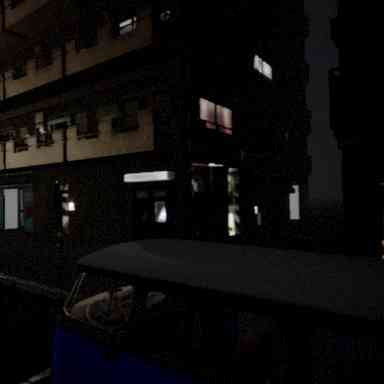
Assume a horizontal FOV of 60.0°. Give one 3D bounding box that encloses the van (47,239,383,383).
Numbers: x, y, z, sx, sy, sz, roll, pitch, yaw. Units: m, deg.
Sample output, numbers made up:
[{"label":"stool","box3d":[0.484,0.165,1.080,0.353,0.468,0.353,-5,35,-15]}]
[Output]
[{"label":"van","box3d":[0.592,1.349,2.469,3.998,1.788,1.690,-1,-1,36]}]
